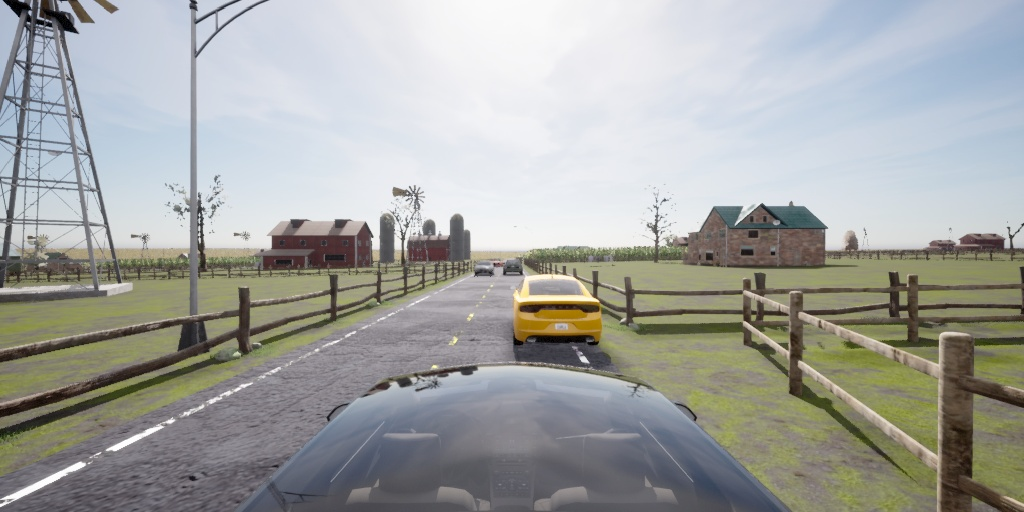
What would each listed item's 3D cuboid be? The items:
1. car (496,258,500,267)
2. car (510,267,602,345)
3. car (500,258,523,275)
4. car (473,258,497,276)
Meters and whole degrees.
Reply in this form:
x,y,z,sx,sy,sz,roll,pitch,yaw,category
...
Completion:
x,y,z,sx,sy,sz,roll,pitch,yaw,category
-2.693,1.131,64.539,2.097,1.767,4.553,0,0,0,car
0.971,1.226,9.486,1.882,1.535,5.008,0,0,0,car
0.114,1.110,39.351,2.097,1.767,4.553,0,0,0,car
-2.817,1.261,37.206,1.837,1.490,4.892,0,0,0,car
